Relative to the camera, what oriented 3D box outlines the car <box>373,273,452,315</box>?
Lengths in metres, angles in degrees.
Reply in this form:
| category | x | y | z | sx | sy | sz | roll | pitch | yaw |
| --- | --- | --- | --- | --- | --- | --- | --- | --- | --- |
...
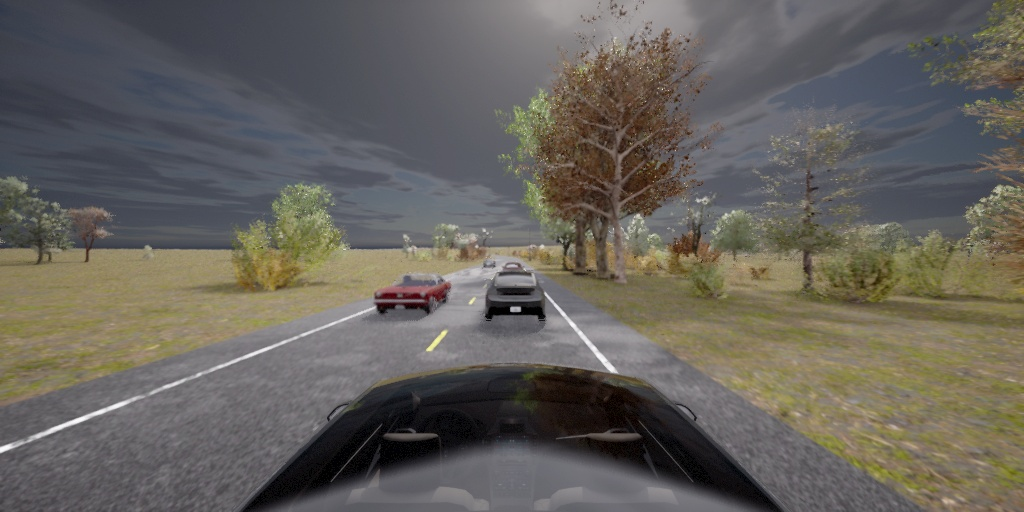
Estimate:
| category | x | y | z | sx | sy | sz | roll | pitch | yaw |
| --- | --- | --- | --- | --- | --- | --- | --- | --- | --- |
| car | -3.598 | 1.333 | 13.723 | 1.895 | 1.301 | 4.718 | 0 | 0 | 0 |

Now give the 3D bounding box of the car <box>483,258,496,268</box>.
| category | x | y | z | sx | sy | sz | roll | pitch | yaw |
| --- | --- | --- | --- | --- | --- | --- | --- | --- | --- |
| car | -3.548 | 1.115 | 56.797 | 2.128 | 1.511 | 4.902 | 0 | 0 | 1 |

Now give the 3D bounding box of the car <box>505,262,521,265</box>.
| category | x | y | z | sx | sy | sz | roll | pitch | yaw |
| --- | --- | --- | --- | --- | --- | --- | --- | --- | --- |
| car | 0.099 | 1.232 | 29.753 | 1.812 | 1.442 | 4.674 | 0 | 0 | 0 |

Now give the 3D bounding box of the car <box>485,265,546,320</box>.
| category | x | y | z | sx | sy | sz | roll | pitch | yaw |
| --- | --- | --- | --- | --- | --- | --- | --- | --- | --- |
| car | 0.101 | 1.240 | 12.468 | 1.837 | 1.490 | 4.892 | 0 | 0 | 0 |
